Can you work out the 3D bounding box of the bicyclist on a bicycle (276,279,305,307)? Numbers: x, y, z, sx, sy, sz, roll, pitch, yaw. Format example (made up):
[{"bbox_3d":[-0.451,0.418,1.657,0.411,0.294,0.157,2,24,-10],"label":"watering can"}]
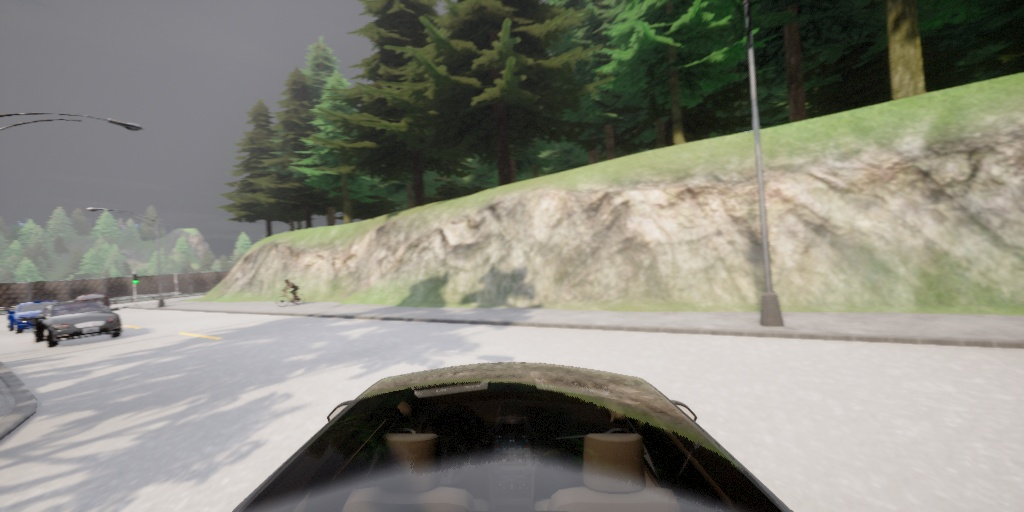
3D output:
[{"bbox_3d":[-13.339,2.205,21.567,0.582,1.620,1.656,-4,-1,32],"label":"bicyclist on a bicycle"}]

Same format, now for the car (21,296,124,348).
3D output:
[{"bbox_3d":[-17.381,2.585,14.320,4.902,1.511,2.128,-4,0,32],"label":"car"}]

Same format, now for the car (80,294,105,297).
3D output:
[{"bbox_3d":[-37.272,4.133,31.806,5.008,1.535,1.882,-4,0,36],"label":"car"}]

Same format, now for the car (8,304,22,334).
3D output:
[{"bbox_3d":[-25.767,3.214,19.586,5.008,1.535,1.882,-4,-1,32],"label":"car"}]
